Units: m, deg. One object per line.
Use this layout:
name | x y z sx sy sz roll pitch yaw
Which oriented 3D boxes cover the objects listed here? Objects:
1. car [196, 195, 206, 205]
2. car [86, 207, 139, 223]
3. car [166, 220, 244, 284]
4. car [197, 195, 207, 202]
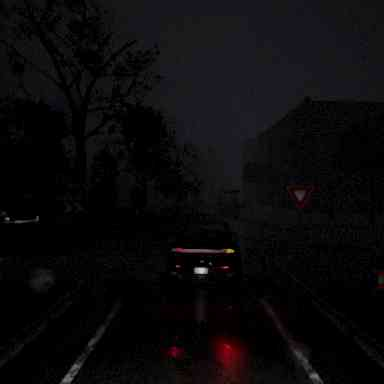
car | 1.753 1.850 69.369 2.033 1.411 5.357 0 0 3
car | -7.424 2.107 31.056 4.902 1.511 2.128 0 -1 5
car | 0.493 1.593 9.898 2.128 1.511 4.902 0 -1 7
car | 2.323 1.503 79.667 2.097 1.767 4.553 0 0 5
